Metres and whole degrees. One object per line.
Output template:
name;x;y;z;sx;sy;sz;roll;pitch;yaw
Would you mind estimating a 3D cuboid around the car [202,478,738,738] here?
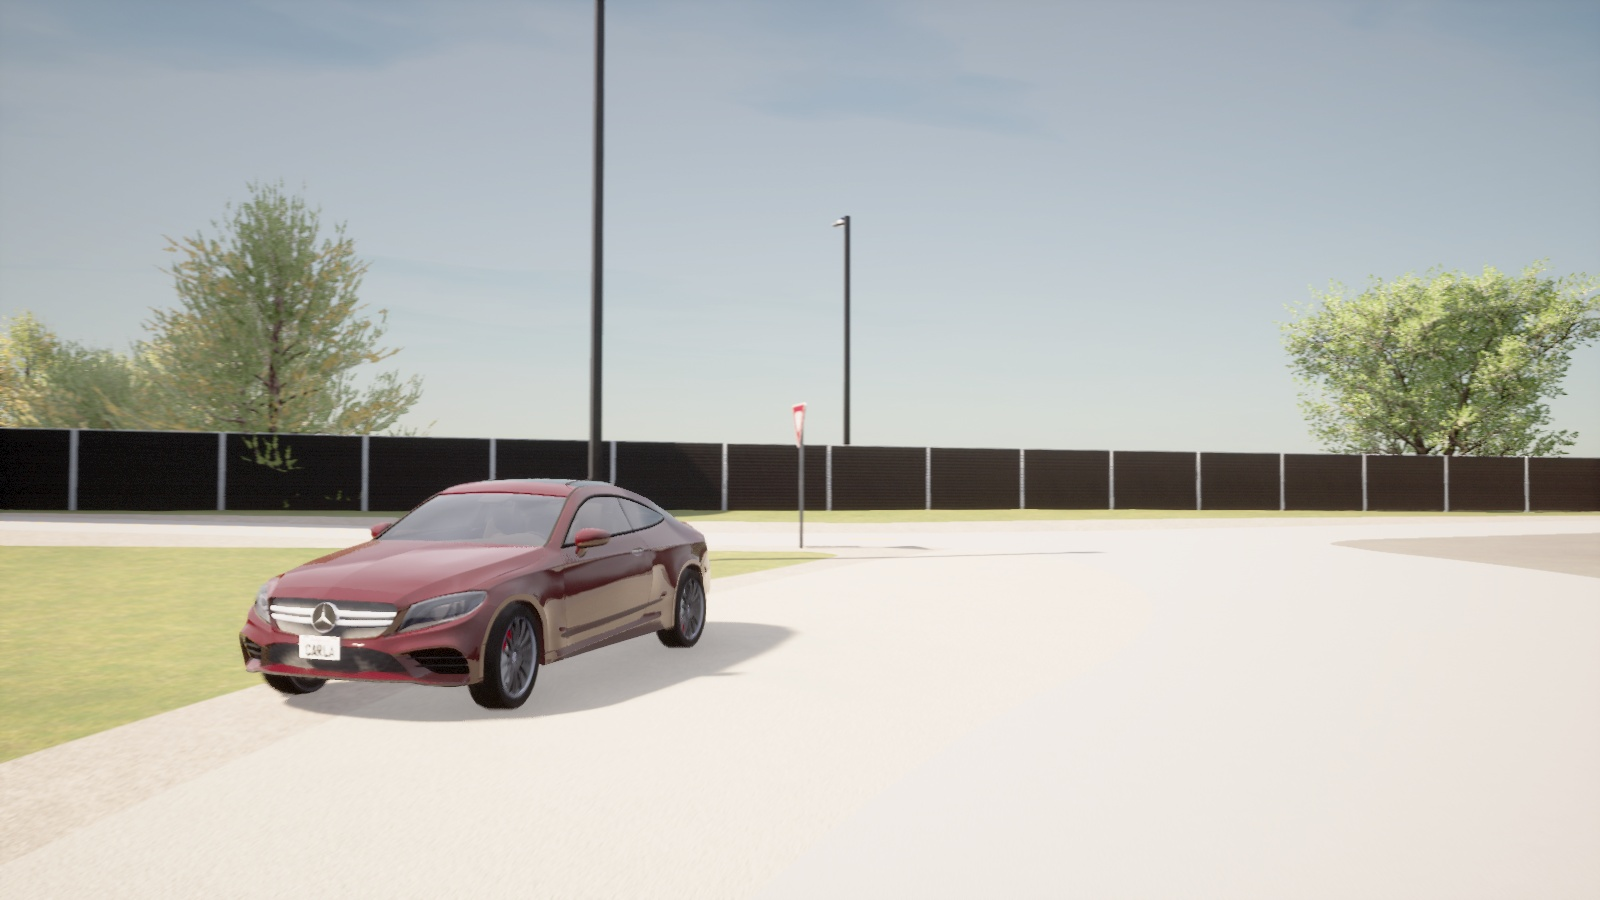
car;-2.174;0.978;9.840;1.812;1.442;4.674;0;0;18
